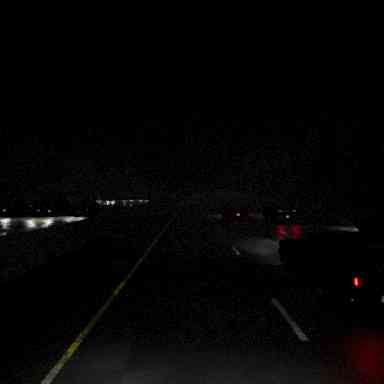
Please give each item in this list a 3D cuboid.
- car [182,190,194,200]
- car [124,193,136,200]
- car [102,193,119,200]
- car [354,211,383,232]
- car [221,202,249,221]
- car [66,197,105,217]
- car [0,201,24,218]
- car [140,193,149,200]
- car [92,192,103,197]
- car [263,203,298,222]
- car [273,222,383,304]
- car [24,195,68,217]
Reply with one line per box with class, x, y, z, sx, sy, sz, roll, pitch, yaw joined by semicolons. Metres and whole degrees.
car;-1.198;0.690;76.838;2.150;2.045;5.566;0;1;0
car;-13.974;0.895;74.654;1.812;1.442;4.674;0;1;0
car;-17.475;0.952;73.263;2.128;1.511;4.902;0;1;0
car;10.605;1.661;17.411;2.033;1.411;5.357;0;0;0
car;3.609;1.592;28.392;1.882;1.535;5.008;0;0;0
car;-10.576;1.601;33.341;1.837;1.490;4.892;0;0;0
car;-17.578;1.627;32.077;1.812;1.442;4.674;0;0;0
car;-10.474;0.896;74.652;1.812;1.442;4.674;0;1;0
car;-20.974;0.726;74.682;2.097;1.767;4.553;0;1;0
car;7.109;1.610;27.121;2.128;1.511;4.902;0;0;0
car;3.602;1.673;8.278;1.895;1.301;4.718;0;0;0
car;-14.077;1.317;33.250;2.150;2.045;5.566;0;0;0
